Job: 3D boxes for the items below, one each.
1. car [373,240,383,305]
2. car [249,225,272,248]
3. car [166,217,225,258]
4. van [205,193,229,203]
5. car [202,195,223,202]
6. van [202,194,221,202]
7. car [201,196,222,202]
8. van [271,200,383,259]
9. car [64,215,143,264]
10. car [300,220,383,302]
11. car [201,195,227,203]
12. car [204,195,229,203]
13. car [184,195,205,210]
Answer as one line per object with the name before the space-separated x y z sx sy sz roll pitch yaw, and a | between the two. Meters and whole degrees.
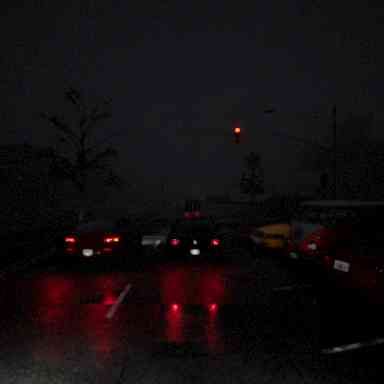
car | 5.244 1.482 4.330 5.366 1.575 1.946 1 0 -20
car | 4.898 1.467 13.145 5.366 1.575 1.946 1 0 -20
car | 0.101 1.583 12.581 1.895 1.301 4.718 0 0 0
van | 4.970 1.122 65.455 4.442 1.987 1.878 1 -1 -20
car | 5.110 1.624 83.370 4.553 1.767 2.185 1 -1 -20
van | 4.974 1.587 86.297 4.442 1.987 1.878 1 -1 -20
car | 5.251 1.882 89.382 5.366 1.575 1.946 1 -2 -20
van | 4.965 1.248 10.186 4.442 1.987 1.878 1 0 -20
car | -2.899 1.509 11.569 1.812 1.442 4.674 0 0 0
car | 5.096 1.509 7.260 4.792 1.488 2.163 1 0 -20
car | 4.904 1.542 74.359 5.366 1.575 1.946 1 -1 -20
car | 5.072 1.457 68.472 4.674 1.452 2.002 1 -2 -20
car | 0.086 1.336 40.870 2.128 1.511 4.902 -1 1 0
